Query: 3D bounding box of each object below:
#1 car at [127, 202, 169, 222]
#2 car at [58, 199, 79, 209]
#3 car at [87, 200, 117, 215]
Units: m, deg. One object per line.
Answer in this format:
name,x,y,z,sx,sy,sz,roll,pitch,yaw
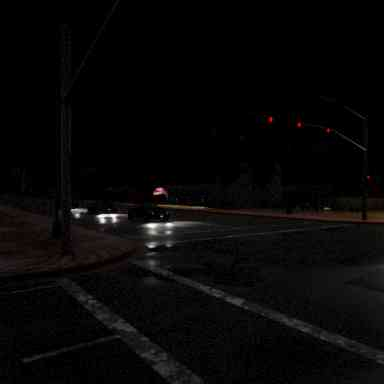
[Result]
car,-3.596,1.526,26.479,1.812,1.442,4.674,0,0,-36
car,-16.854,1.601,45.119,1.895,1.301,4.718,0,0,-35
car,-9.351,1.563,34.536,1.994,1.385,4.181,0,0,-35
